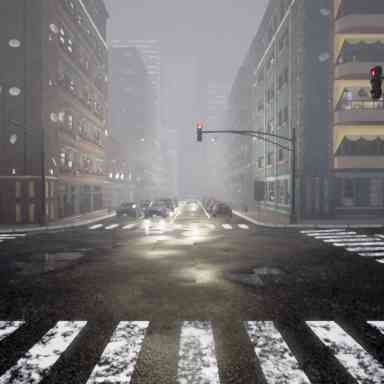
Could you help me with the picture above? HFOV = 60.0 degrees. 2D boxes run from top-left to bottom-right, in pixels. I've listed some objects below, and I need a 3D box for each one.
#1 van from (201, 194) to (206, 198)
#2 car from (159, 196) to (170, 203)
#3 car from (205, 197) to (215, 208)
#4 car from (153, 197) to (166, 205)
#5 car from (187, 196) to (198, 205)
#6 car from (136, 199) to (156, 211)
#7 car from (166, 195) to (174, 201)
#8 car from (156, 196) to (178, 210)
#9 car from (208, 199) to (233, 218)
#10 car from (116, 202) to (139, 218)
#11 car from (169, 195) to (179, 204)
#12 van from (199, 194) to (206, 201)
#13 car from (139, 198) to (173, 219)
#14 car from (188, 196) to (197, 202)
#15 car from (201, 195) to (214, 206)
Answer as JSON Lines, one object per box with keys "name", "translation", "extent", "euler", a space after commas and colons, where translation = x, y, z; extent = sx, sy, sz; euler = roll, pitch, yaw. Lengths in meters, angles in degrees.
{"name": "van", "translation": [2.721, 1.353, 52.393], "extent": [1.690, 1.788, 3.998], "euler": [0, 0, 0]}
{"name": "car", "translation": [-5.646, 1.604, 68.982], "extent": [1.802, 1.307, 4.206], "euler": [0, 0, 0]}
{"name": "car", "translation": [2.711, 1.570, 35.822], "extent": [1.947, 1.339, 4.313], "euler": [0, 0, 0]}
{"name": "car", "translation": [-5.654, 1.560, 57.935], "extent": [1.887, 1.381, 4.507], "euler": [0, 0, 0]}
{"name": "car", "translation": [0.044, 1.542, 59.757], "extent": [1.812, 1.442, 4.674], "euler": [0, 0, 0]}
{"name": "car", "translation": [-5.666, 1.572, 41.364], "extent": [1.947, 1.339, 4.313], "euler": [0, 0, 0]}
{"name": "car", "translation": [-5.635, 1.561, 85.382], "extent": [1.752, 1.417, 4.829], "euler": [0, 0, 0]}
{"name": "car", "translation": [-3.068, 1.510, 39.941], "extent": [1.837, 1.490, 4.892], "euler": [0, 0, 0]}
{"name": "car", "translation": [2.707, 1.584, 30.299], "extent": [1.802, 1.307, 4.206], "euler": [0, 0, 0]}
{"name": "car", "translation": [-5.674, 1.568, 30.317], "extent": [1.947, 1.339, 4.313], "euler": [0, 0, 0]}
{"name": "car", "translation": [-3.049, 1.503, 50.680], "extent": [2.128, 1.511, 4.902], "euler": [0, 0, 0]}
{"name": "van", "translation": [2.745, 1.377, 85.534], "extent": [1.690, 1.788, 3.998], "euler": [-1, 0, 0]}
{"name": "car", "translation": [-3.079, 1.549, 29.823], "extent": [2.033, 1.411, 5.357], "euler": [0, 0, 0]}
{"name": "car", "translation": [0.052, 1.451, 69.792], "extent": [1.895, 1.301, 4.718], "euler": [0, 0, 0]}
{"name": "car", "translation": [2.719, 1.554, 46.869], "extent": [1.887, 1.381, 4.507], "euler": [0, 0, 0]}
